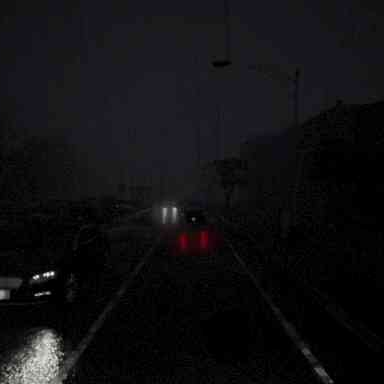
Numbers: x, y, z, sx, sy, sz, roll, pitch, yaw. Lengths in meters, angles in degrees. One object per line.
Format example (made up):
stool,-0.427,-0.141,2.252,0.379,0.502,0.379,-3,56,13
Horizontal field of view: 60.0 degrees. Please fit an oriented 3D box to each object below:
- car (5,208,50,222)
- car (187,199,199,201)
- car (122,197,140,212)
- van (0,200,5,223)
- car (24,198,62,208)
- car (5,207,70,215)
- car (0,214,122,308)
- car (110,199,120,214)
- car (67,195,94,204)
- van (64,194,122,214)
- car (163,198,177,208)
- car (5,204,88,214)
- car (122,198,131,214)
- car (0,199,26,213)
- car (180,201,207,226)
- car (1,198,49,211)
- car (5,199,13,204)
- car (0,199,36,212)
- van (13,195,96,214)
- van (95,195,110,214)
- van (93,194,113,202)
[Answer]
car,-8.952,1.581,13.836,4.892,1.521,2.231,0,0,0
car,0.117,1.609,41.864,2.128,1.511,4.902,0,0,0
car,-8.782,1.604,36.269,5.366,1.575,1.946,0,0,0
van,-9.059,1.340,11.029,4.442,1.987,1.878,0,0,0
car,-22.030,1.630,49.292,4.792,1.488,2.163,0,0,0
car,-8.945,1.634,16.639,4.674,1.452,2.002,0,0,0
car,-3.346,1.536,8.245,2.128,1.511,4.902,0,0,0
car,-8.954,1.611,27.859,5.008,1.535,2.097,0,0,0
car,-22.107,1.469,65.945,4.553,1.767,2.185,0,0,0
van,-9.078,1.384,30.662,4.442,1.987,1.878,0,0,0
car,-3.306,1.641,50.484,1.812,1.442,4.674,0,0,0
car,-8.980,1.634,19.447,4.792,1.488,2.163,0,0,0
car,-8.967,1.648,33.465,4.674,1.452,2.002,0,0,0
car,-22.055,1.607,38.190,4.892,1.521,2.231,0,0,0
car,0.113,1.626,24.500,1.812,1.442,4.674,0,0,0
car,-21.868,1.600,43.740,5.366,1.575,1.946,0,0,0
car,-22.051,1.608,35.414,5.008,1.535,2.097,0,0,0
car,-22.080,1.634,40.965,4.792,1.488,2.163,0,0,0
van,-9.070,1.382,22.250,4.442,1.987,1.878,0,0,0
van,-8.840,1.386,25.052,4.442,1.987,1.878,0,0,0
van,-21.975,1.371,82.596,4.442,1.987,1.878,0,0,0
